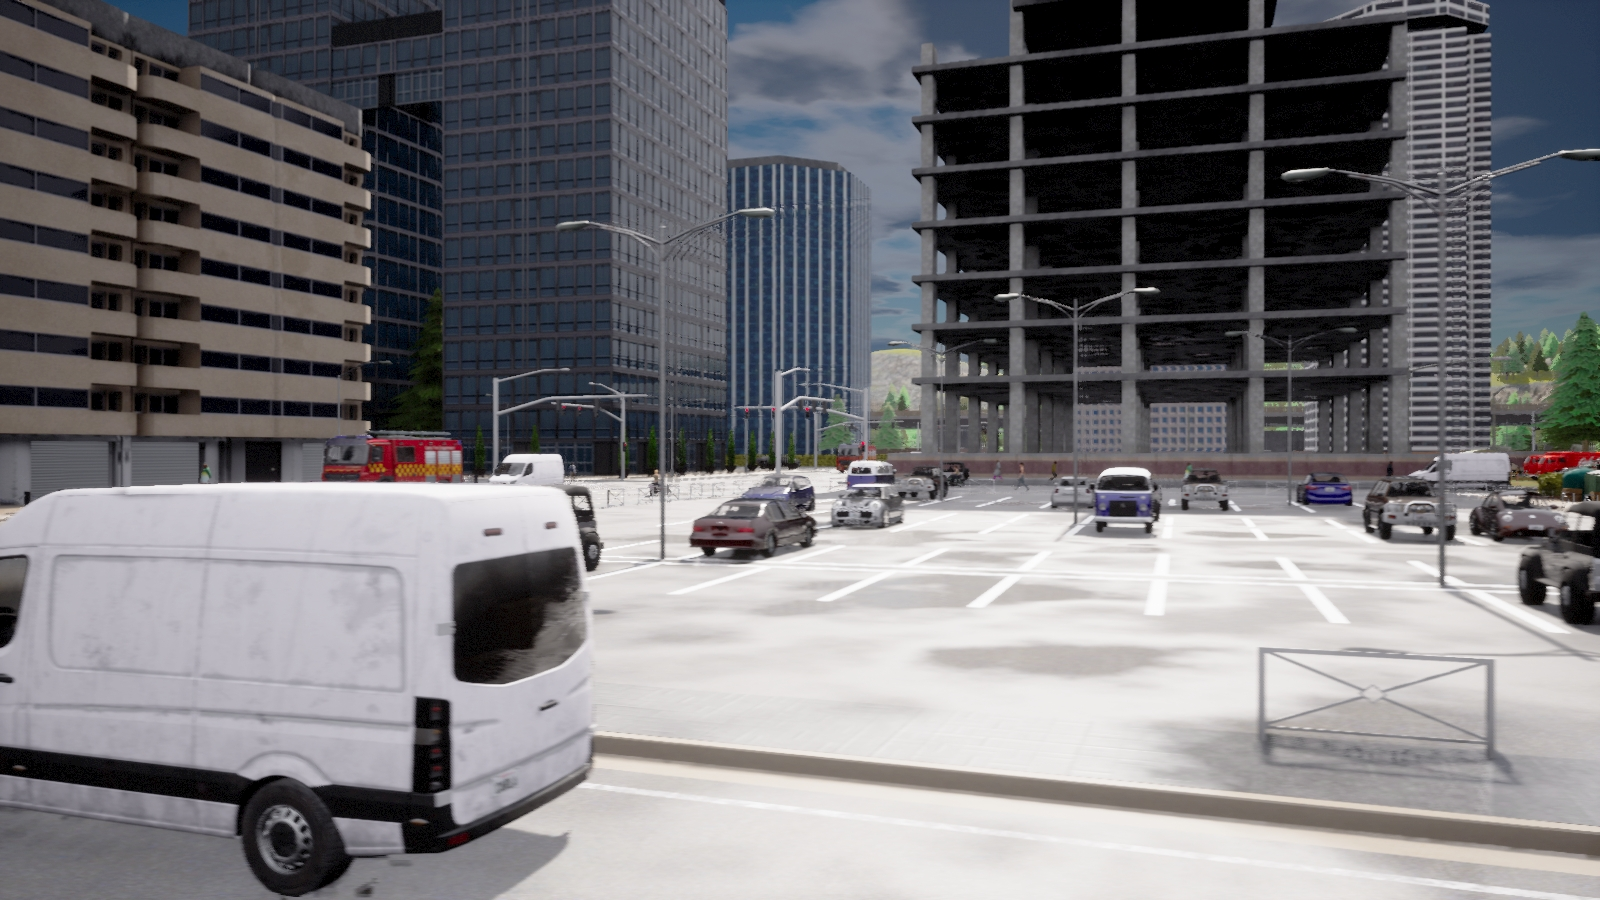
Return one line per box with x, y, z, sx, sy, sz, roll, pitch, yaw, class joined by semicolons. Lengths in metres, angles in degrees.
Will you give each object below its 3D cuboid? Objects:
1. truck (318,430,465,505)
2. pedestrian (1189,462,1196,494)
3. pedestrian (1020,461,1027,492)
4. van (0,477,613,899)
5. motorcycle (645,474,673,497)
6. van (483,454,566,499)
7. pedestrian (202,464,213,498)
-22.042;0.890;62.293;2.891;3.827;8.468;0;0;18;truck
23.205;1.640;67.604;0.375;1.860;0.375;0;0;14;pedestrian
13.898;1.642;70.982;0.375;1.860;0.375;0;0;16;pedestrian
-4.533;1.534;8.688;5.915;2.561;1.988;0;0;20;van
-8.582;2.154;69.519;0.764;1.307;2.356;0;0;18;motorcycle
-16.366;1.534;68.295;1.988;2.561;5.915;0;0;18;van
-31.805;1.660;61.335;0.375;1.860;0.375;0;0;34;pedestrian
